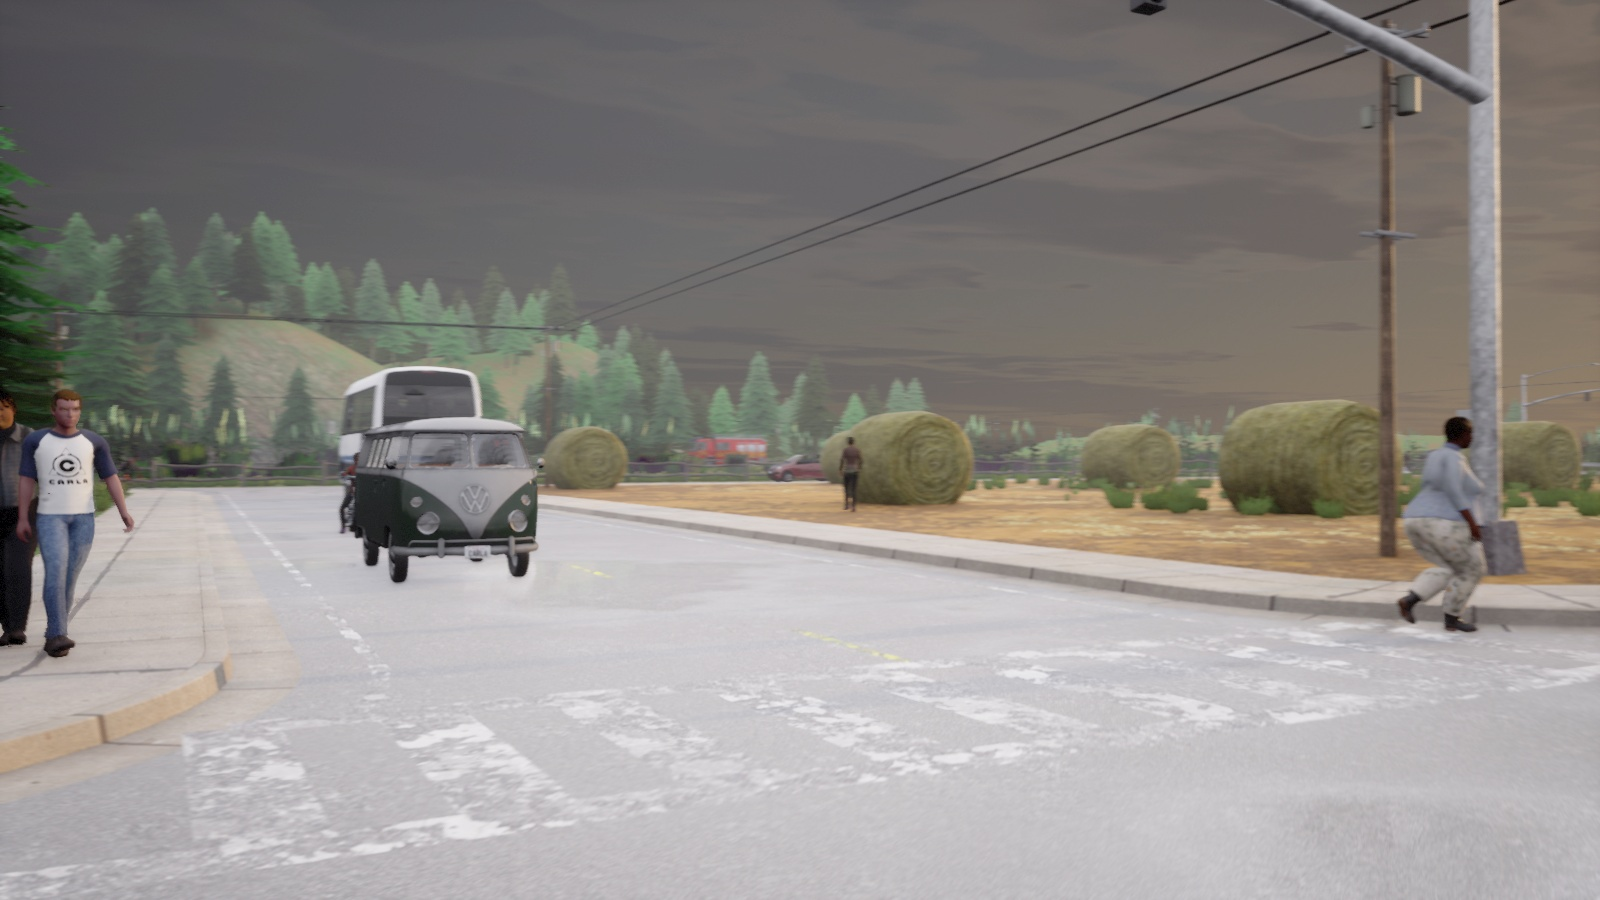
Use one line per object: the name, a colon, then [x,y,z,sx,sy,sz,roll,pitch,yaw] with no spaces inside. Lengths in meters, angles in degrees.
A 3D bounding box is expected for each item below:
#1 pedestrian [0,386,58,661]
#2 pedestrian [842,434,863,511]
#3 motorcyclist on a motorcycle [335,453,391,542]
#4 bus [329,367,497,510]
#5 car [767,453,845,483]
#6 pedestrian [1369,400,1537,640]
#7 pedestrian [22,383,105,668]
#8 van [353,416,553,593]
pedestrian: [-5.529,0.495,8.771,0.540,1.848,0.694,0,0,-26]
pedestrian: [1.248,0.534,29.912,0.328,1.805,0.869,0,0,-8]
motorcyclist on a motorcycle: [-8.576,0.887,24.601,0.766,1.649,2.350,0,0,-26]
bus: [-13.432,-0.319,42.767,3.944,4.253,10.273,0,0,-26]
car: [0.326,0.971,70.357,3.988,1.617,1.851,0,0,-23]
pedestrian: [5.275,0.546,10.201,0.900,1.855,0.874,0,0,0]
pedestrian: [-4.975,0.490,8.476,0.354,1.836,0.706,0,0,-41]
van: [-4.702,0.626,16.543,1.775,1.987,4.442,0,0,-26]
